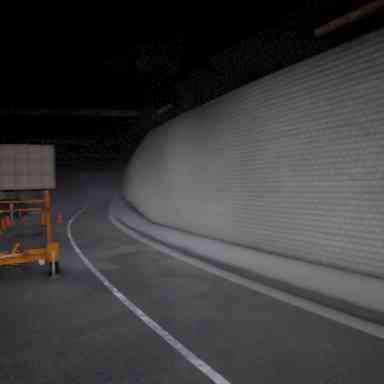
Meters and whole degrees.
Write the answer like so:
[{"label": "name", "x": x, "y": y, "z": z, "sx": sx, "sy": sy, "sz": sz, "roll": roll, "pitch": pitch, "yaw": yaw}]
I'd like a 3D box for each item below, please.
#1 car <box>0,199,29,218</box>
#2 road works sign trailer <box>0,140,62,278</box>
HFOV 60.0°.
[{"label": "car", "x": -14.577, "y": 1.263, "z": 26.796, "sx": 1.882, "sy": 1.535, "sz": 5.008, "roll": -2, "pitch": 1, "yaw": -15}, {"label": "road works sign trailer", "x": -4.969, "y": 0.381, "z": 9.177, "sx": 2.380, "sy": 3.560, "sz": 2.880, "roll": -2, "pitch": 1, "yaw": -23}]
